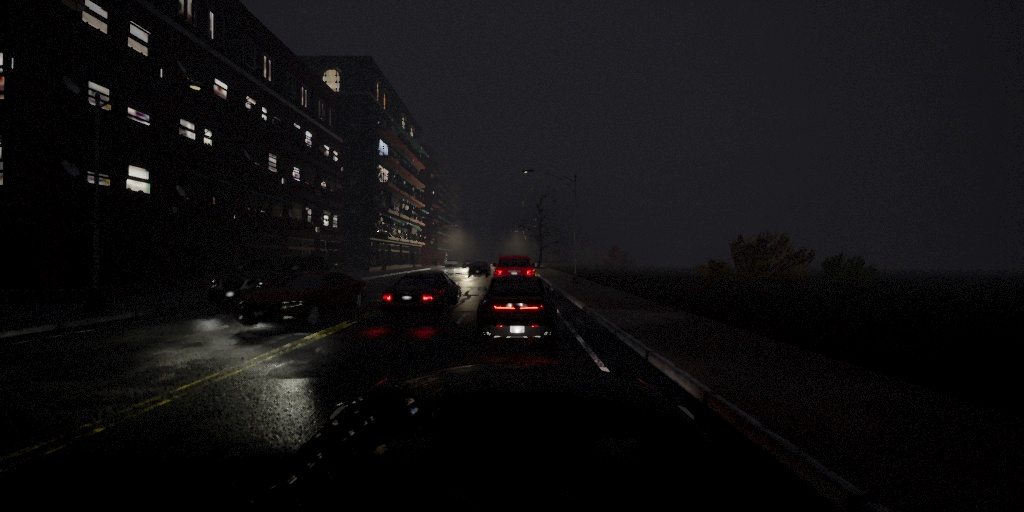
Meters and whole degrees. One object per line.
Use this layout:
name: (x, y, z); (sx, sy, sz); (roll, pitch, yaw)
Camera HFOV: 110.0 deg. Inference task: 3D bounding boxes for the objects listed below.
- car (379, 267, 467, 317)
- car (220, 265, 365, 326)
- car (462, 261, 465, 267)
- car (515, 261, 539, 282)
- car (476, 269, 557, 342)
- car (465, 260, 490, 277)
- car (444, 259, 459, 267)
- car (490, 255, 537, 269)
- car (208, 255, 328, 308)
car: (-3.141, 1.299, 13.229); (2.033, 1.411, 5.357); (0, 0, 0)
car: (-6.591, 1.229, 11.819); (1.882, 1.535, 5.008); (0, 0, 0)
car: (-6.548, 1.278, 54.838); (1.812, 1.442, 4.674); (0, 0, 0)
car: (1.162, 1.209, 30.516); (1.801, 1.575, 5.366); (0, 0, 0)
car: (0.108, 1.256, 9.761); (1.837, 1.490, 4.892); (0, 0, 0)
car: (-3.122, 1.231, 34.980); (1.882, 1.535, 5.008); (0, 0, 0)
car: (-9.786, 1.278, 58.443); (1.812, 1.442, 4.674); (0, 0, 0)
car: (0.115, 0.975, 20.109); (2.150, 2.045, 5.566); (0, 0, 0)
car: (-9.836, 0.974, 15.270); (2.150, 2.045, 5.566); (0, 0, 0)
